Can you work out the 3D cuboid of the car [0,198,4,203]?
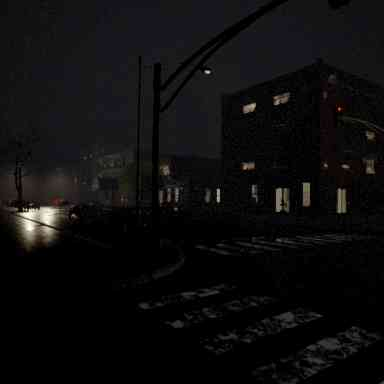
[{"bbox_3d":[-38.942,1.929,70.787,2.192,1.841,5.009,1,-1,-35],"label":"car"}]

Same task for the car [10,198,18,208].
[{"bbox_3d":[-29.613,2.011,57.428,1.887,1.381,4.507,1,-1,-35],"label":"car"}]

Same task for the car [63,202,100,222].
[{"bbox_3d":[-9.083,1.729,27.852,1.802,1.307,4.206,1,-1,-35],"label":"car"}]

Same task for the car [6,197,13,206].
[{"bbox_3d":[-32.602,2.080,61.715,1.947,1.339,4.313,1,-1,-35],"label":"car"}]

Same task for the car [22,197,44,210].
[{"bbox_3d":[-23.218,1.890,48.189,1.752,1.417,4.829,1,-1,-35],"label":"car"}]

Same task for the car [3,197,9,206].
[{"bbox_3d":[-35.772,2.130,66.250,1.947,1.339,4.313,1,-1,-35],"label":"car"}]

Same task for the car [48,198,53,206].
[{"bbox_3d":[-28.903,2.305,71.049,1.802,1.307,4.206,1,-1,-35],"label":"car"}]

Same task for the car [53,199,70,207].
[{"bbox_3d":[-25.733,2.113,66.515,1.967,1.590,4.097,1,-1,-35],"label":"car"}]

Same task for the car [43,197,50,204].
[{"bbox_3d":[-35.243,2.138,80.120,2.192,1.841,5.009,1,-1,-35],"label":"car"}]

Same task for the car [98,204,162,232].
[{"bbox_3d":[-3.925,1.615,20.475,1.887,1.381,4.507,1,-1,-35],"label":"car"}]

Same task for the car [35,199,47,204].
[{"bbox_3d":[-38.512,2.401,84.792,1.752,1.417,4.829,1,-1,-35],"label":"car"}]

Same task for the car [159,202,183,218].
[{"bbox_3d":[-2.633,1.761,33.704,1.967,1.590,4.097,1,-1,-35],"label":"car"}]
